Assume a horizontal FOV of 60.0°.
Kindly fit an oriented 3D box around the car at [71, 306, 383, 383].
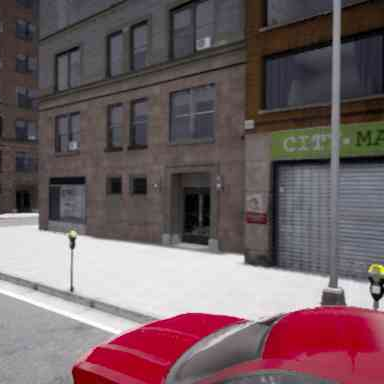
[{"bbox_3d":[0.983,1.545,2.251,4.507,1.381,1.887,0,1,36],"label":"car"}]
